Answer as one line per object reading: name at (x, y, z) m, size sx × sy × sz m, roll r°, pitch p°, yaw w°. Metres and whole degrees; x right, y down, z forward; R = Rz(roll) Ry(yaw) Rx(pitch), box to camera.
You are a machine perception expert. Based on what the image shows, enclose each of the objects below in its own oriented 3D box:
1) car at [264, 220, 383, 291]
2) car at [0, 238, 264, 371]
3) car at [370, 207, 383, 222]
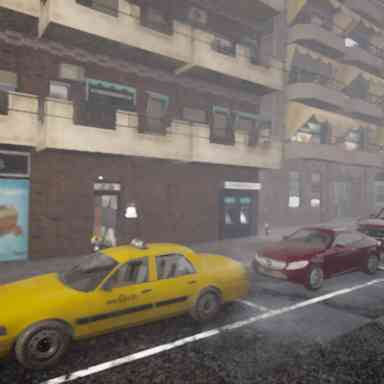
car at (3.502, 1.590, 9.001) m, size 4.206 × 1.307 × 1.802 m, roll 0°, pitch 1°, yaw -35°
car at (-1.151, 1.528, 5.680) m, size 4.829 × 1.417 × 1.752 m, roll 0°, pitch 1°, yaw -35°
car at (8.021, 1.328, 12.218) m, size 5.009 × 1.841 × 2.192 m, roll 0°, pitch 1°, yaw -35°
